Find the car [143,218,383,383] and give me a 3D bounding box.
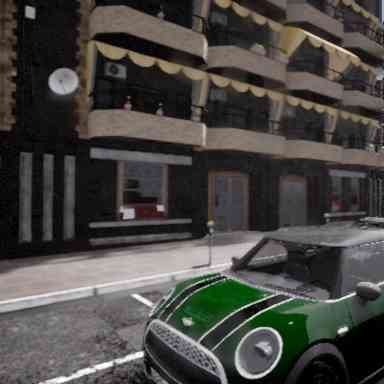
[{"bbox_3d":[1.626,1.345,4.539,4.553,1.767,2.097,0,0,-36],"label":"car"}]
